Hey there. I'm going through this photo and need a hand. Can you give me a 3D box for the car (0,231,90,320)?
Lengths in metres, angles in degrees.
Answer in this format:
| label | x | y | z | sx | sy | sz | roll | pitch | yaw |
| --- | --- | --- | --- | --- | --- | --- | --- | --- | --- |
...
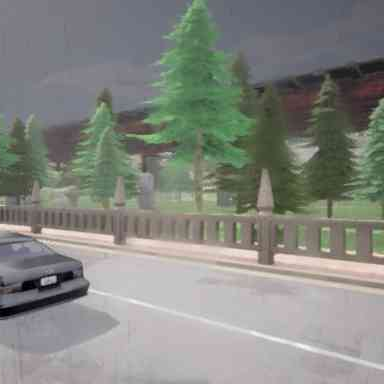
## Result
| label | x | y | z | sx | sy | sz | roll | pitch | yaw |
| --- | --- | --- | --- | --- | --- | --- | --- | --- | --- |
| car | -4.504 | 1.580 | 7.204 | 5.357 | 1.411 | 2.033 | 0 | 0 | 36 |
